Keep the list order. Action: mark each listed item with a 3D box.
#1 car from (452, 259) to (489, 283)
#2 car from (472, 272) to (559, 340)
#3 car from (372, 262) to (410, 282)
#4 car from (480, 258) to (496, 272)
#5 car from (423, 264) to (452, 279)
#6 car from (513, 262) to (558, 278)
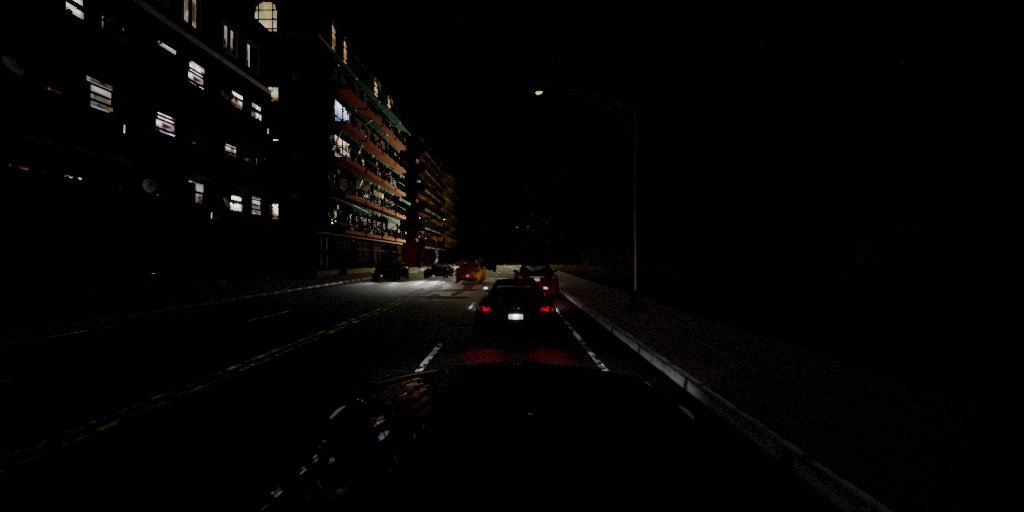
[{"bbox_3d":[-3.129,1.230,27.794,1.882,1.535,5.008,0,0,0],"label":"car"},{"bbox_3d":[0.101,1.315,9.954,1.994,1.385,4.181,0,0,0],"label":"car"},{"bbox_3d":[-9.828,1.257,29.446,1.837,1.490,4.892,0,0,0],"label":"car"},{"bbox_3d":[-3.089,1.104,45.767,2.097,1.767,4.553,0,0,-2],"label":"car"},{"bbox_3d":[-6.575,1.353,32.222,1.895,1.301,4.718,0,0,0],"label":"car"},{"bbox_3d":[1.151,1.103,18.533,2.097,1.767,4.553,0,0,0],"label":"car"}]
